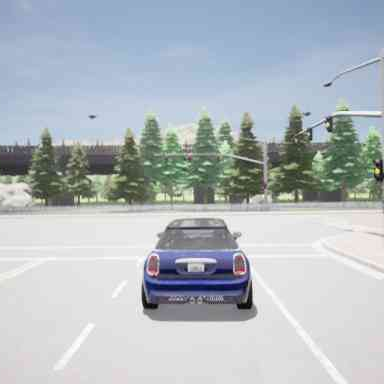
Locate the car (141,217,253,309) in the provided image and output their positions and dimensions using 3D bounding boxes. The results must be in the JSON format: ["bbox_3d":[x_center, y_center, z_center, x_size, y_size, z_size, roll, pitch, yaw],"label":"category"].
[{"bbox_3d":[0.165,1.392,8.105,2.097,1.767,4.553,-1,0,3],"label":"car"}]
